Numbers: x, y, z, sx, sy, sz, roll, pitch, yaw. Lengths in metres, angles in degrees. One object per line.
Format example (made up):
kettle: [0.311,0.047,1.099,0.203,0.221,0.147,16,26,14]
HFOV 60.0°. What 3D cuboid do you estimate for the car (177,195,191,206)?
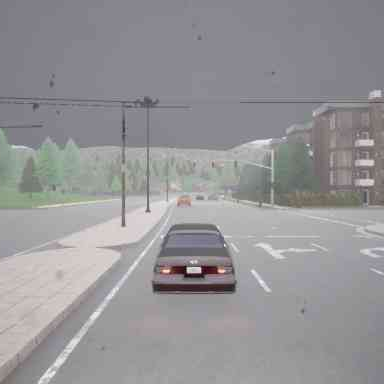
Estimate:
car: [-1.302,1.352,54.653,2.097,1.767,4.553,0,0,-1]

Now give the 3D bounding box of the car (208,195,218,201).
car: [5.566,1.539,85.517,2.033,1.411,5.357,0,0,0]

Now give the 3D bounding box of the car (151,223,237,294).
car: [0.051,1.547,8.906,2.033,1.411,5.357,0,0,0]

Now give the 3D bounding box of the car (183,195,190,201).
car: [-1.434,1.523,85.478,1.812,1.442,4.674,0,0,0]

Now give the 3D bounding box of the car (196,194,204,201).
car: [2.066,1.477,85.513,1.882,1.535,5.008,0,0,0]
